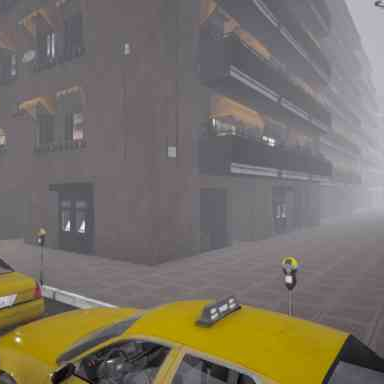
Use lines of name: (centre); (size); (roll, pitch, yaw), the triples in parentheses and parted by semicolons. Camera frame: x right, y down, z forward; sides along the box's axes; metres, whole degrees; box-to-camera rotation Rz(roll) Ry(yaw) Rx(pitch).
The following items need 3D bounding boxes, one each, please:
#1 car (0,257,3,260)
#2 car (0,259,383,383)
car: (-4.591, 1.527, 6.009); (4.829, 1.417, 1.752); (0, 0, 36)
car: (-0.003, 1.526, 2.728); (4.829, 1.417, 1.752); (0, 0, 36)
